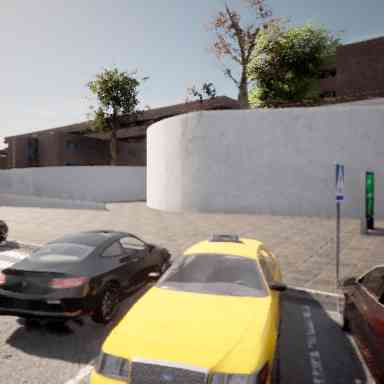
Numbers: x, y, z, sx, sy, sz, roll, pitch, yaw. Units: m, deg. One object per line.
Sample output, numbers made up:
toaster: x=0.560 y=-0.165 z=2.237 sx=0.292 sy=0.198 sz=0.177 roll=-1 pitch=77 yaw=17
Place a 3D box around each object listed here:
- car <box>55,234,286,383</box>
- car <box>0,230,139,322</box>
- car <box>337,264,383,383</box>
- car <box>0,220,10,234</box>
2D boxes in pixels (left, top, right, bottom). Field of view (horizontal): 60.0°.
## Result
car: x=0.470 y=1.487 z=5.251 sx=1.946 sy=1.575 sz=5.366 roll=0 pitch=-1 yaw=16
car: x=-1.914 y=1.536 z=7.159 sx=2.002 sy=1.452 sz=4.674 roll=0 pitch=-1 yaw=16
car: x=2.950 y=1.523 z=3.727 sx=2.163 sy=1.488 sz=4.792 roll=0 pitch=-1 yaw=15
car: x=-9.183 y=1.521 z=12.364 sx=2.231 sy=1.521 sz=4.892 roll=0 pitch=-1 yaw=15
